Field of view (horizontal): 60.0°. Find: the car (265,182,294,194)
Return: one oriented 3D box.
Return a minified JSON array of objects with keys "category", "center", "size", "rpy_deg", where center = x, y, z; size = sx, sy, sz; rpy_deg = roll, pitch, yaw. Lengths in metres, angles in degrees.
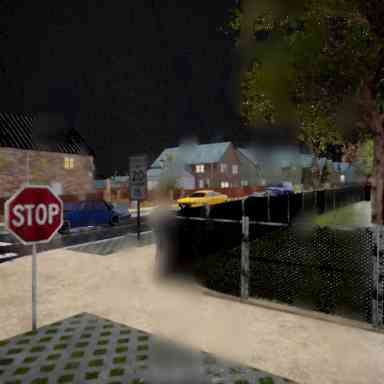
[{"category":"car","center":[9.697,-0.135,37.596],"size":[2.150,2.045,5.566],"rpy_deg":[-1,2,36]}]

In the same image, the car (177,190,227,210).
[{"category":"car","center":[0.850,0.651,25.383],"size":[1.882,1.535,5.008],"rpy_deg":[-1,2,36]}]

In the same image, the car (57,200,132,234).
[{"category":"car","center":[-5.453,1.109,16.627],"size":[2.033,1.411,5.357],"rpy_deg":[-1,2,35]}]

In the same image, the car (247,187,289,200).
[{"category":"car","center":[6.155,0.539,27.697],"size":[1.994,1.385,4.181],"rpy_deg":[-1,2,36]}]
